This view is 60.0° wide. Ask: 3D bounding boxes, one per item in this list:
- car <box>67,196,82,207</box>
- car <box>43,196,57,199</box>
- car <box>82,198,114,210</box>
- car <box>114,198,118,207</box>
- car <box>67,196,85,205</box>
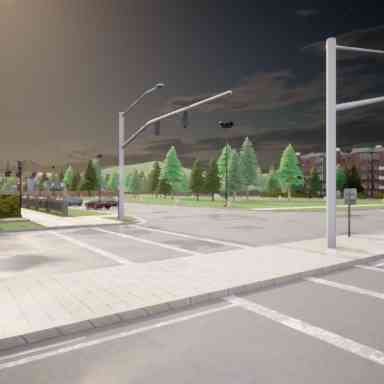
[{"bbox_3d":[-18.539,1.506,51.593,1.837,1.490,4.892,0,0,-36],"label":"car"},{"bbox_3d":[-27.148,1.506,63.587,1.837,1.490,4.892,0,0,-36],"label":"car"},{"bbox_3d":[-12.154,1.601,42.802,1.895,1.301,4.718,0,0,-36],"label":"car"},{"bbox_3d":[-11.903,1.547,48.403,2.033,1.411,5.357,0,0,-36],"label":"car"},{"bbox_3d":[-21.650,1.504,61.919,1.837,1.490,4.892,0,0,-35],"label":"car"}]
